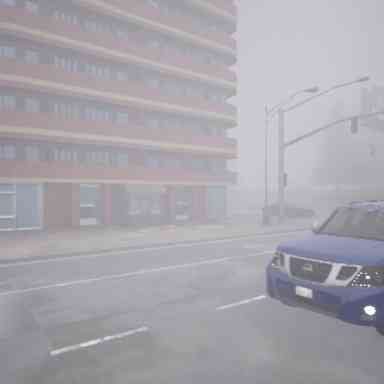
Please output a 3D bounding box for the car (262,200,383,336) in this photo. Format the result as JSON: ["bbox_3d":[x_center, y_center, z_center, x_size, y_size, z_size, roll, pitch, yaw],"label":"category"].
[{"bbox_3d":[4.010,1.220,6.881,5.566,2.045,2.150,0,0,-36],"label":"car"}]

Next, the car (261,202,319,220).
[{"bbox_3d":[8.576,1.600,29.504,1.895,1.301,4.718,0,0,-35],"label":"car"}]
